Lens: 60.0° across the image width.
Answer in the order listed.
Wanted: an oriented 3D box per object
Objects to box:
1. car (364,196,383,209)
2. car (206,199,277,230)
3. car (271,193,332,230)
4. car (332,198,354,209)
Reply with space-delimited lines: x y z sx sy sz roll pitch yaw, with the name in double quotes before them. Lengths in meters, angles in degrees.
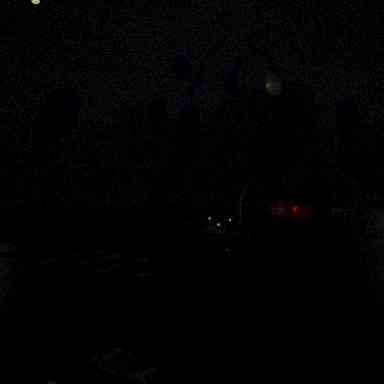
"car" 23.293 1.302 42.474 1.882 1.535 5.008 0 0 37
"car" 3.050 1.391 20.407 2.033 1.411 5.357 0 0 37
"car" 6.376 1.063 19.920 2.150 2.045 5.566 0 0 37
"car" 18.615 1.373 41.059 1.994 1.385 4.181 0 0 38
